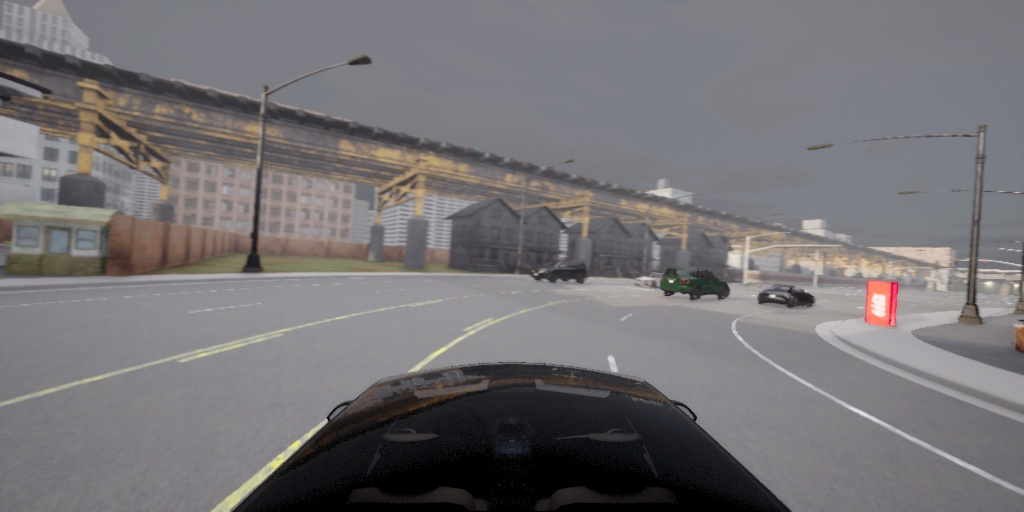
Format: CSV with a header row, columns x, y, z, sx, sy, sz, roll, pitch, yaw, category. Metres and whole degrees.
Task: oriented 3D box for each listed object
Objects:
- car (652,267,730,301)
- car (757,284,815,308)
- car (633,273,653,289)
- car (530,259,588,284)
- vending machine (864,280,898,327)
x,y,z,sx,sy,sz,roll,pitch,yaw,category
12.413,1.870,24.303,5.566,2.045,2.150,4,0,-32,car
17.943,2.586,23.420,4.181,1.385,1.994,4,0,-32,car
13.350,2.261,33.209,4.674,1.442,1.812,4,0,-31,car
4.232,1.332,31.431,5.566,2.045,2.150,4,0,-36,car
15.995,2.067,15.596,0.880,2.100,1.100,0,0,-35,vending machine
